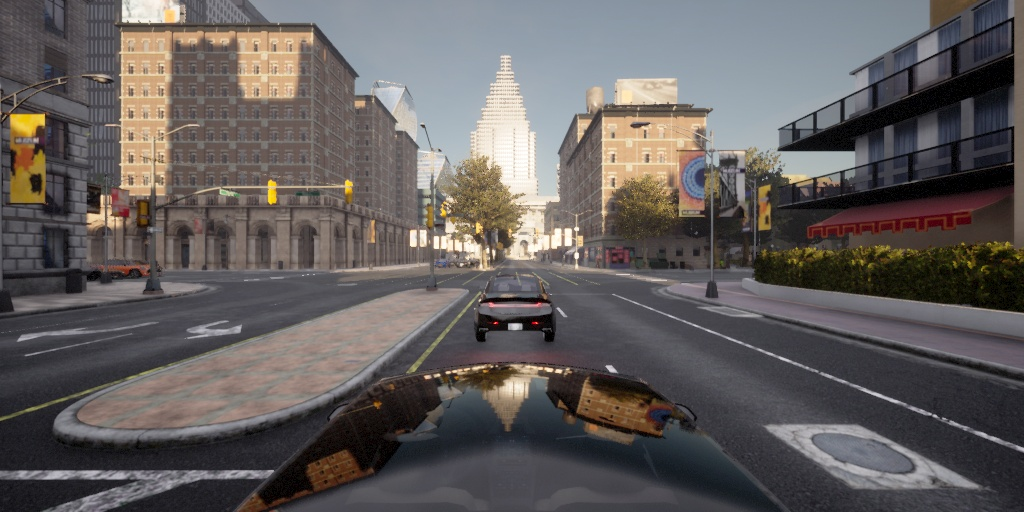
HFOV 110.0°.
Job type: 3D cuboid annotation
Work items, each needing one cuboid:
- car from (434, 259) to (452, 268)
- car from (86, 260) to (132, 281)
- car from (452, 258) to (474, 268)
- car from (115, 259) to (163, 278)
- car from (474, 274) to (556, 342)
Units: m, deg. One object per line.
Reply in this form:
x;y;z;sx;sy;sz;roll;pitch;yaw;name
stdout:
-11.550;1.220;60.028;1.882;1.535;5.008;0;0;0;car
-34.964;1.294;29.208;5.357;1.411;2.033;0;0;0;car
-8.053;1.234;59.613;2.128;1.511;4.902;0;0;0;car
-34.762;1.098;32.716;4.553;1.767;2.097;0;0;0;car
0.080;1.241;9.796;2.128;1.511;4.902;0;0;0;car
